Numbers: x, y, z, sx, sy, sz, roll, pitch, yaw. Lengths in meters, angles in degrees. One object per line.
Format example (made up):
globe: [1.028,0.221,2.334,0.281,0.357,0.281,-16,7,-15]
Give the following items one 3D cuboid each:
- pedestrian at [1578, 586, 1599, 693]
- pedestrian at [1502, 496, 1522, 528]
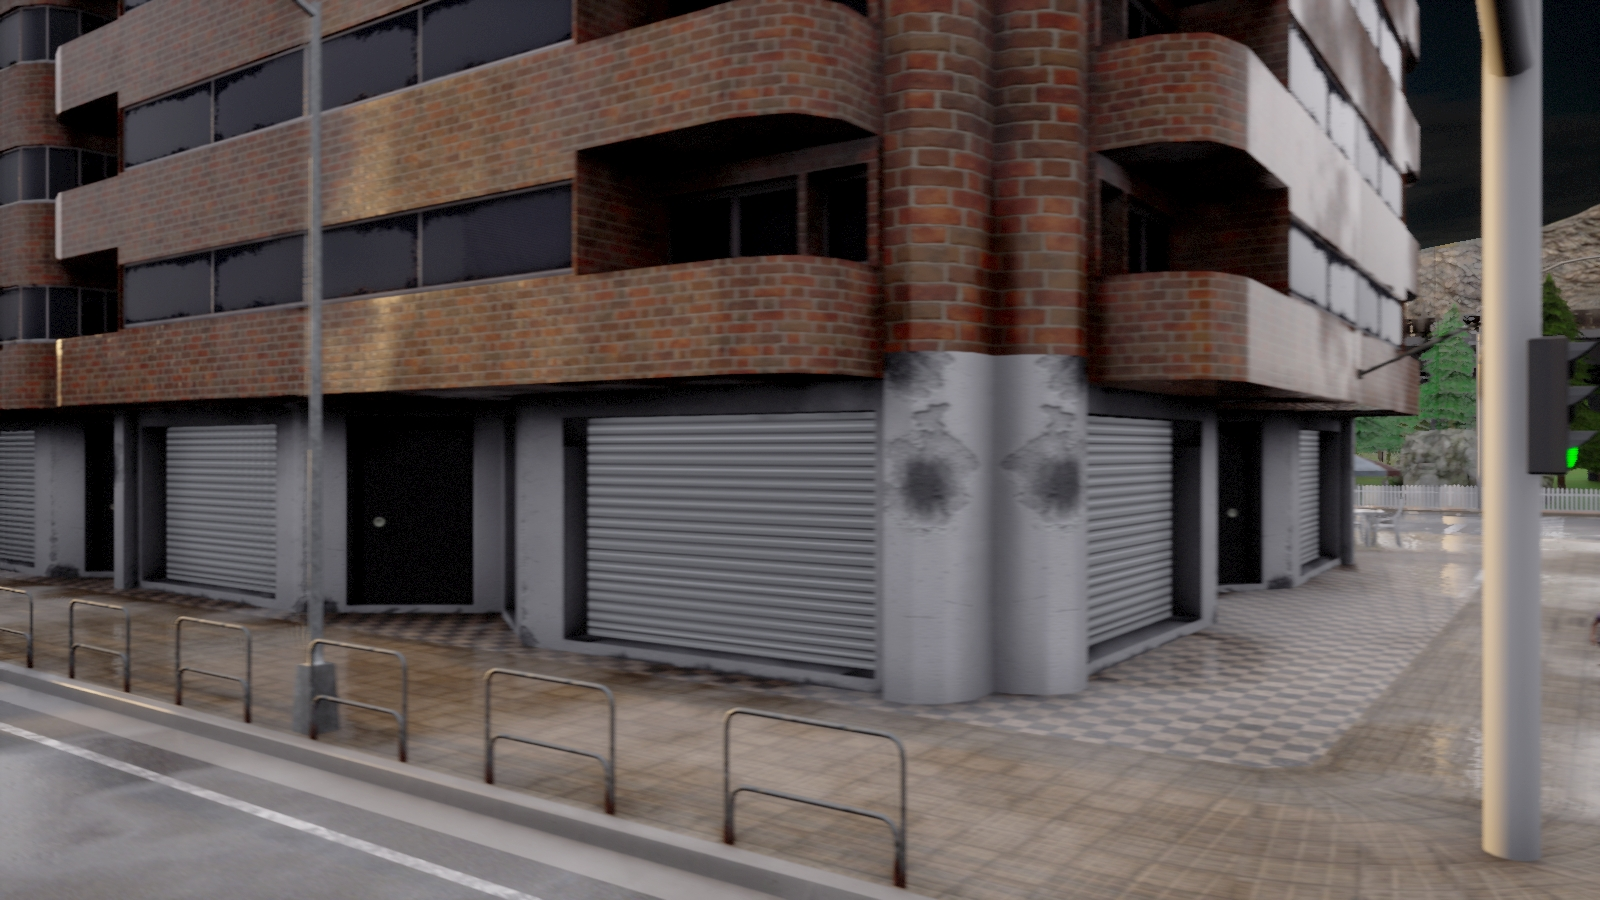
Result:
pedestrian: [8.874,2.077,12.513,0.500,1.100,0.500,0,0,25]
pedestrian: [25.022,2.173,40.141,0.500,1.100,0.500,0,0,43]
